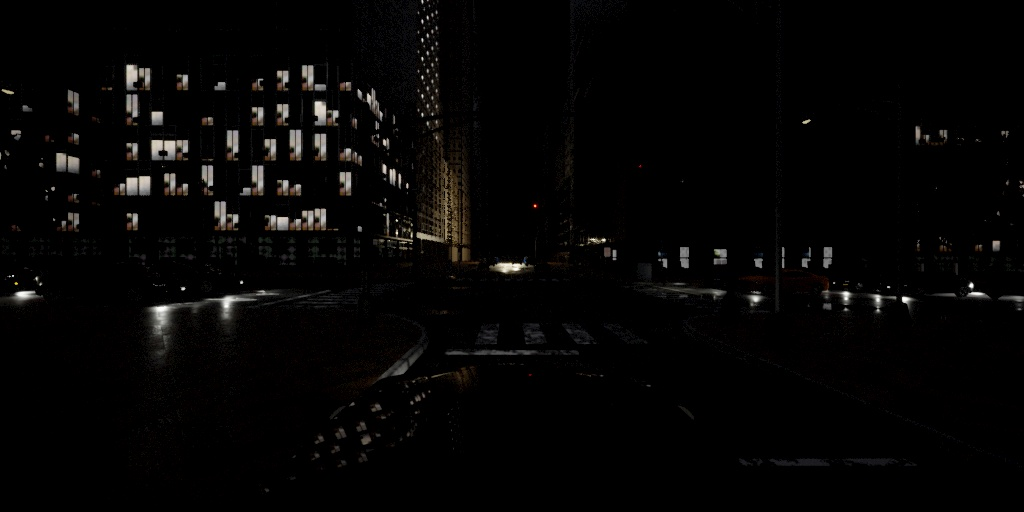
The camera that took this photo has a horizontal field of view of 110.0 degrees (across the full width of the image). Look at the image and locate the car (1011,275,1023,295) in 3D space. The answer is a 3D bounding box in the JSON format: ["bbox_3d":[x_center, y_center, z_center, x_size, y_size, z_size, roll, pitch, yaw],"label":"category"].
[{"bbox_3d":[35.916,2.021,23.158,4.718,1.301,1.895,1,0,-3],"label":"car"}]

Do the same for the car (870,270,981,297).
[{"bbox_3d":[26.129,1.750,22.700,4.892,1.490,1.837,1,0,-3],"label":"car"}]

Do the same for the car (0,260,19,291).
[{"bbox_3d":[-24.429,0.891,16.844,4.181,1.385,1.994,1,0,-3],"label":"car"}]

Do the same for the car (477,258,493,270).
[{"bbox_3d":[-4.086,1.343,52.087,1.802,1.307,4.207,0,0,0],"label":"car"}]

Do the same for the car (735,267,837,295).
[{"bbox_3d":[16.729,1.554,22.252,5.008,1.535,1.882,1,0,-3],"label":"car"}]

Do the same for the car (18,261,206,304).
[{"bbox_3d":[-15.373,0.998,14.018,4.892,1.490,1.837,1,0,-3],"label":"car"}]

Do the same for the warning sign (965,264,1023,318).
[{"bbox_3d":[17.262,1.204,12.818,1.060,1.860,1.300,0,0,-3],"label":"warning sign"}]

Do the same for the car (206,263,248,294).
[{"bbox_3d":[-15.524,0.995,17.264,4.892,1.490,1.837,1,0,-3],"label":"car"}]

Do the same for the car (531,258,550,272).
[{"bbox_3d":[3.873,1.329,46.604,1.948,1.339,4.313,0,0,0],"label":"car"}]

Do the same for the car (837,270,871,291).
[{"bbox_3d":[25.618,1.740,25.929,4.892,1.490,1.837,1,0,-3],"label":"car"}]

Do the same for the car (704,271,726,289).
[{"bbox_3d":[16.320,1.546,25.487,5.008,1.535,1.882,1,0,-3],"label":"car"}]
